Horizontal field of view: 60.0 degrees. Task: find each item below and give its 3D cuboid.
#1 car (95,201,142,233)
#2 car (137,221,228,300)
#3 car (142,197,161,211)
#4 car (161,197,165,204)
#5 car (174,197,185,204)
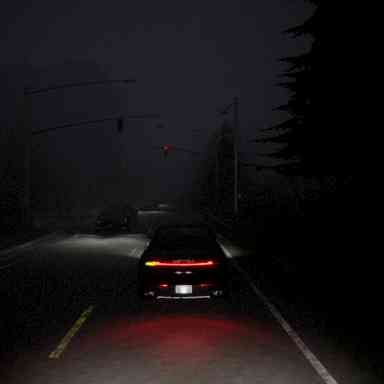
[{"bbox_3d":[-4.352,1.475,19.785,1.882,1.535,5.008,0,0,-2],"label":"car"},{"bbox_3d":[-0.228,1.505,8.416,1.837,1.490,4.892,0,0,-2],"label":"car"},{"bbox_3d":[-5.181,1.526,40.721,1.812,1.442,4.674,0,0,-3],"label":"car"},{"bbox_3d":[-5.973,1.601,61.607,1.895,1.301,4.718,0,0,-2],"label":"car"},{"bbox_3d":[-2.338,1.564,61.366,1.994,1.385,4.181,0,0,-2],"label":"car"}]
